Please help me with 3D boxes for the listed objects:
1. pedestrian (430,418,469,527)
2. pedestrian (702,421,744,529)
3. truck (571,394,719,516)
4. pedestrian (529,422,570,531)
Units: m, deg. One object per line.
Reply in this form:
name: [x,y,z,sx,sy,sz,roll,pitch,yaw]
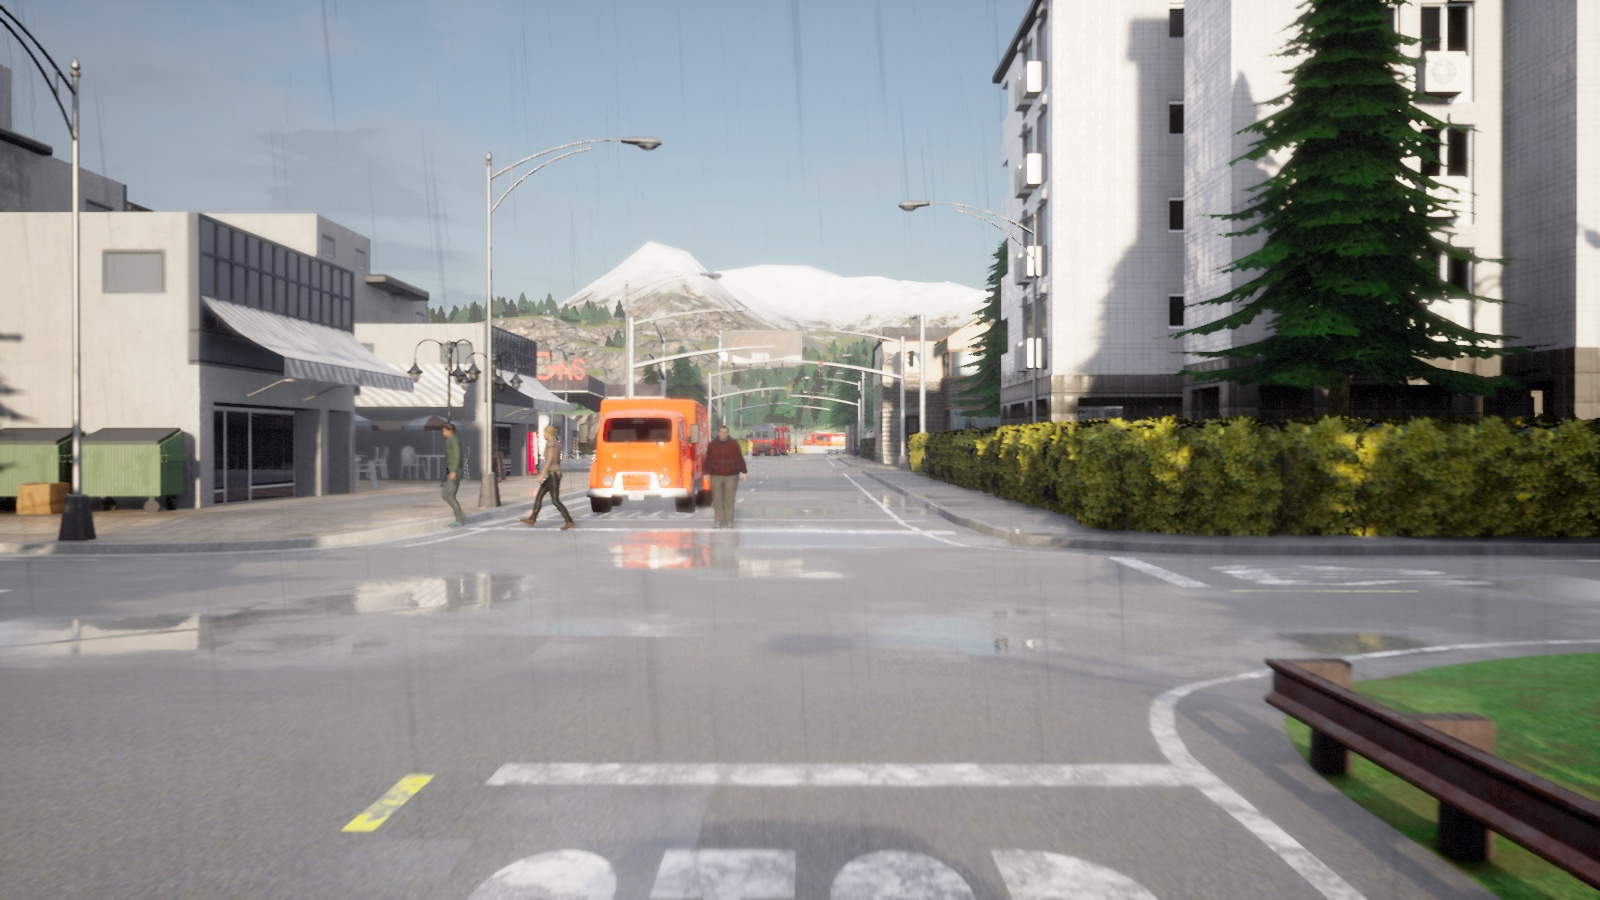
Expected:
pedestrian: [-6.031,0.384,21.640,0.614,1.847,0.353,0,0,-10]
pedestrian: [-1.334,0.430,21.912,0.634,1.844,0.899,0,0,2]
truck: [-3.323,0.104,28.079,2.627,2.467,5.204,0,0,0]
pedestrian: [-4.279,0.448,21.484,0.634,1.846,0.331,0,0,1]
